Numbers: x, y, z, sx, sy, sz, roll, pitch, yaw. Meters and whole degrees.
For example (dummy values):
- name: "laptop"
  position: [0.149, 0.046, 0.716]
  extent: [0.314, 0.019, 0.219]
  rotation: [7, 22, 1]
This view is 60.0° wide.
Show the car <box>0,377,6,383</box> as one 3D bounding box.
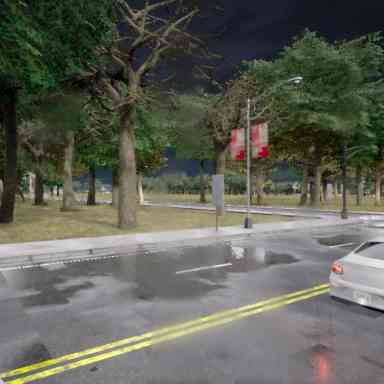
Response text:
- name: "car"
  position: [-3.237, 1.526, 1.140]
  extent: [4.674, 1.442, 1.812]
  rotation: [0, 0, -35]

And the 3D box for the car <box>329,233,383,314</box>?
- name: "car"
  position: [4.650, 1.526, 6.739]
  extent: [4.674, 1.442, 1.812]
  rotation: [0, 0, -35]
